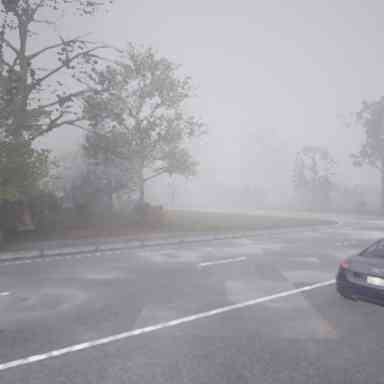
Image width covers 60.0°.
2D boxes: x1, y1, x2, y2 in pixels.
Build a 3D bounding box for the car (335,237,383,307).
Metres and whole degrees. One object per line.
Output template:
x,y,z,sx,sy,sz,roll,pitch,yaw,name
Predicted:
5.014,1.622,7.253,4.181,1.385,1.994,1,0,-35,car
